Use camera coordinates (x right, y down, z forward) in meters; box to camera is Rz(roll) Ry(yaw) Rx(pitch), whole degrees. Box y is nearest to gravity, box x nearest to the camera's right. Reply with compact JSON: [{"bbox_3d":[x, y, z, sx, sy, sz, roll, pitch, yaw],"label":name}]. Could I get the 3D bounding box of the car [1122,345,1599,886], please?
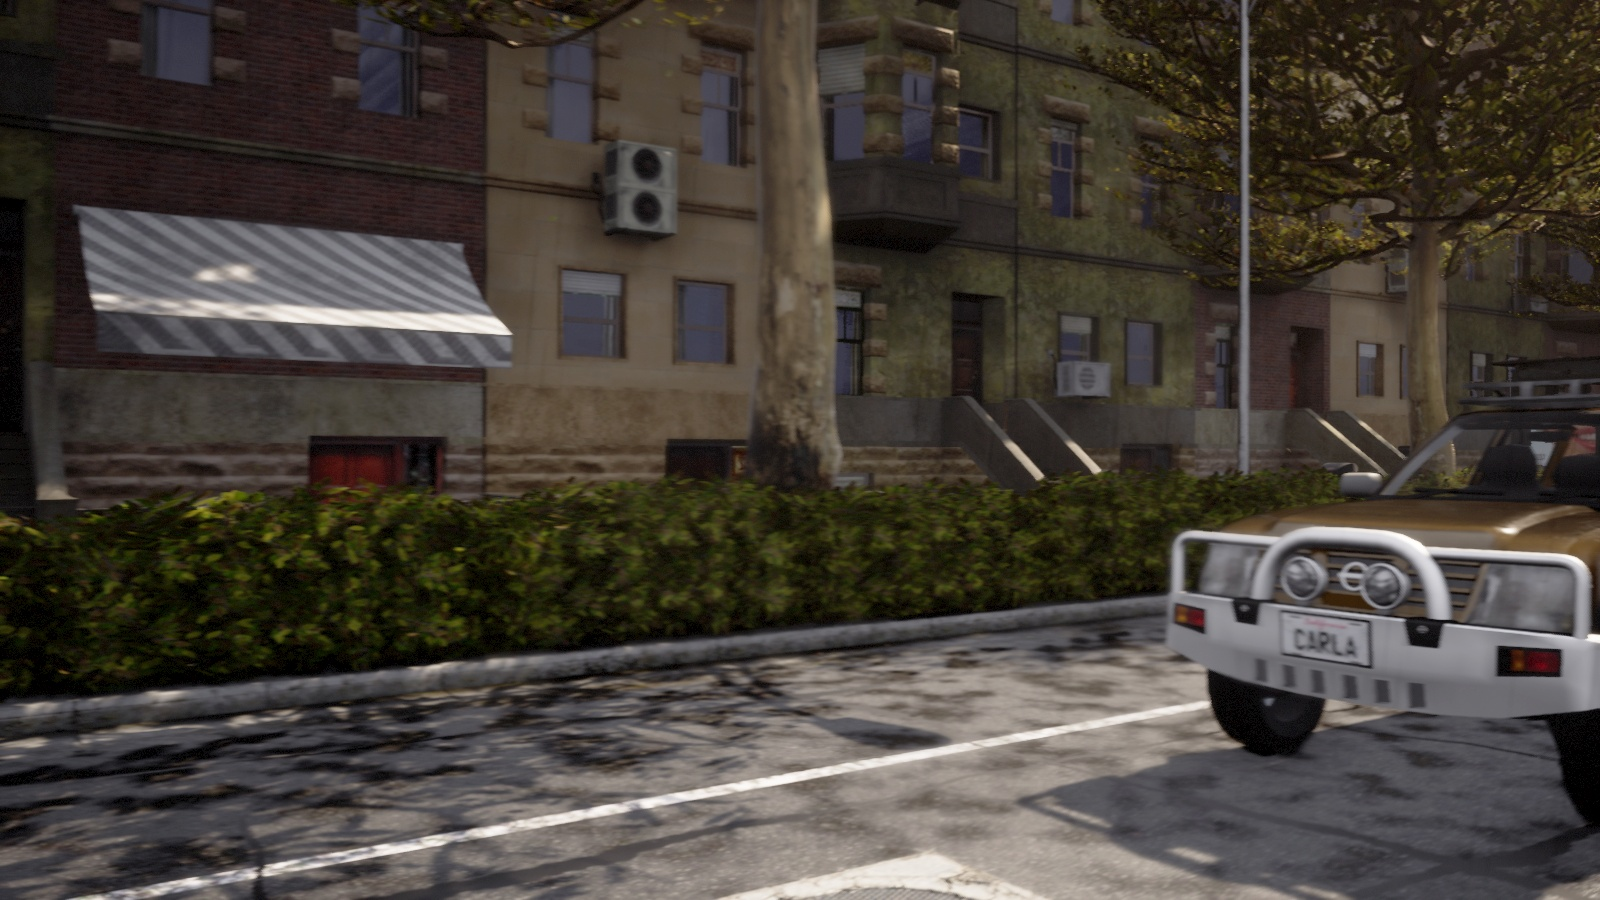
[{"bbox_3d":[3.959,0.569,6.414,4.605,1.855,1.932,0,0,-35],"label":"car"}]
